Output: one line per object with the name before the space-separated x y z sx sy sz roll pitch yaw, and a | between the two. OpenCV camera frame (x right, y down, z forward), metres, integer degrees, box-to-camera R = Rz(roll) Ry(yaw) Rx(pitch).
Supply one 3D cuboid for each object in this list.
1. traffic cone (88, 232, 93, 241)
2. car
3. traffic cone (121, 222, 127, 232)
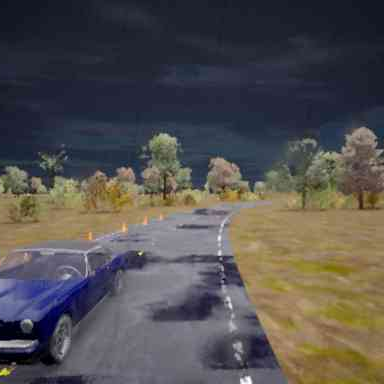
traffic cone | -4.509 2.052 14.729 0.340 0.580 0.340 0 0 4
car | -2.552 1.639 6.001 1.895 1.301 4.718 0 0 2
traffic cone | -4.057 2.089 19.775 0.340 0.580 0.340 0 0 6
